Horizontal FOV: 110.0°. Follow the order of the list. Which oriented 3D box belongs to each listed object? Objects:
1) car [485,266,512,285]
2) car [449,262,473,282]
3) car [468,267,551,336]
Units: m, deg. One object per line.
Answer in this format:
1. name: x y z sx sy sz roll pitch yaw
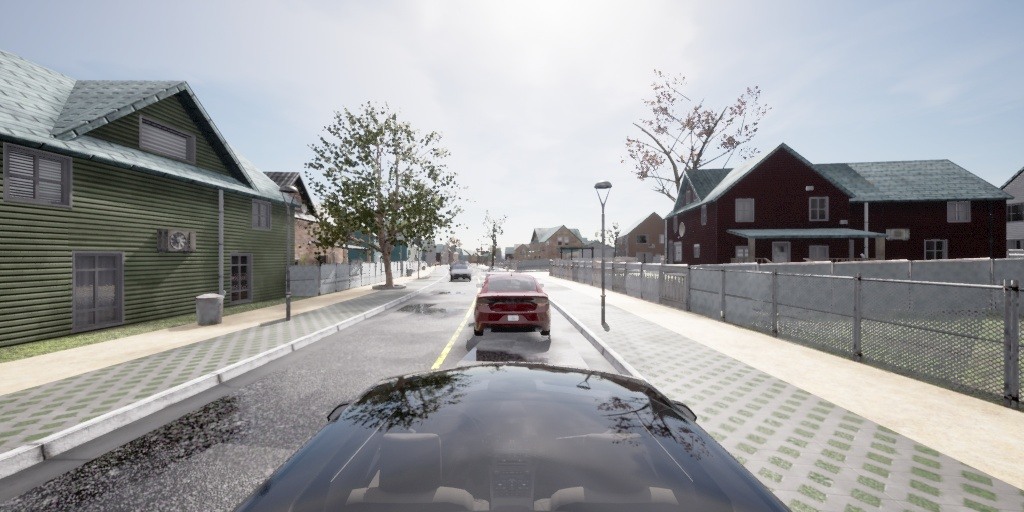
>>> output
1. car: -1.159 1.486 28.513 1.895 1.301 4.718 0 -1 -6
2. car: -4.410 1.461 31.428 2.033 1.411 5.357 0 -1 -7
3. car: -0.040 1.243 10.483 1.882 1.535 5.008 0 0 -2
